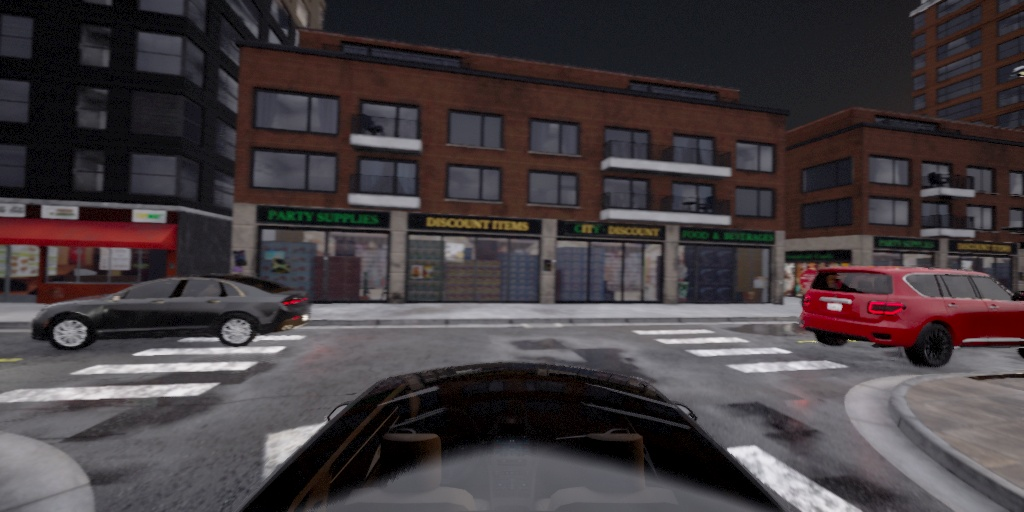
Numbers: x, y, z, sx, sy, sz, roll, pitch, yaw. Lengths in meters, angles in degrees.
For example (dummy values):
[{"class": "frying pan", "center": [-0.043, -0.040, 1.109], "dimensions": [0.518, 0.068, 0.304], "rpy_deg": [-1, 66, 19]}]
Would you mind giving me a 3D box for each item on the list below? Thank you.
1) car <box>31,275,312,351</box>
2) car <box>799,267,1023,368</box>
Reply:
[{"class": "car", "center": [-7.327, 1.167, 8.151], "dimensions": [4.892, 1.490, 1.837], "rpy_deg": [2, -1, -11]}, {"class": "car", "center": [9.845, 1.303, 8.553], "dimensions": [5.566, 2.045, 2.150], "rpy_deg": [2, -1, -11]}]
